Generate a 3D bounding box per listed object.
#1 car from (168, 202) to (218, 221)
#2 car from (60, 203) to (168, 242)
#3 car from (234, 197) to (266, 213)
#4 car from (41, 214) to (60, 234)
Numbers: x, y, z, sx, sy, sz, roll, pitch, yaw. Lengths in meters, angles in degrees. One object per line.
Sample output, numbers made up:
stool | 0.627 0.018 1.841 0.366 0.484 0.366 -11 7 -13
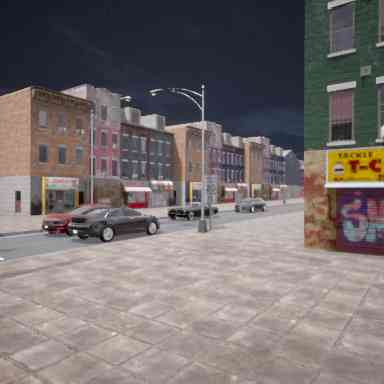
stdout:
car | 0.124 1.473 26.280 1.895 1.301 4.718 0 0 36
car | -3.586 1.443 16.197 1.837 1.490 4.892 0 0 36
car | 6.157 1.323 34.670 1.837 1.490 4.892 0 0 36
car | -5.657 1.403 18.189 1.882 1.535 5.008 0 0 34
